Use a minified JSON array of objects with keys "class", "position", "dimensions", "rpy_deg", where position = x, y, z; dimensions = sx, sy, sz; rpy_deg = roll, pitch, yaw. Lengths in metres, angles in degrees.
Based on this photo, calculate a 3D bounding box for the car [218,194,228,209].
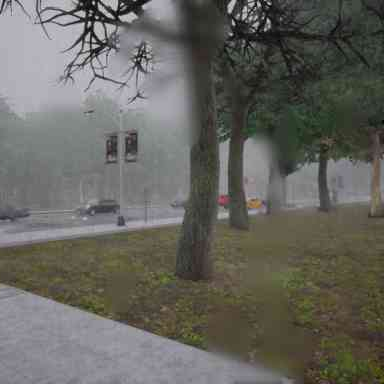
[{"class":"car","position":[4.831,1.290,46.714],"dimensions":[2.150,2.045,5.566],"rpy_deg":[0,0,36]}]

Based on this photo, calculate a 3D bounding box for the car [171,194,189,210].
[{"class":"car","position":[-0.534,1.274,45.009],"dimensions":[2.150,2.045,5.566],"rpy_deg":[0,0,36]}]

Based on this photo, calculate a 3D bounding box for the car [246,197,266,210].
[{"class":"car","position":[7.827,1.552,45.308],"dimensions":[1.882,1.535,5.008],"rpy_deg":[0,0,36]}]

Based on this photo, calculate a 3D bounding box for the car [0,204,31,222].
[{"class":"car","position":[-14.997,1.563,24.805],"dimensions":[2.033,1.411,5.357],"rpy_deg":[0,0,35]}]

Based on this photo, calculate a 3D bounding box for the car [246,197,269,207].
[{"class":"car","position":[10.914,1.593,55.302],"dimensions":[1.837,1.490,4.892],"rpy_deg":[0,0,36]}]

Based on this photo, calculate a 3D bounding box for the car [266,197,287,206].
[{"class":"car","position":[13.625,1.570,53.505],"dimensions":[1.882,1.535,5.008],"rpy_deg":[0,0,36]}]

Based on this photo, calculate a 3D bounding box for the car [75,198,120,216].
[{"class":"car","position":[-9.251,1.383,32.839],"dimensions":[2.097,1.767,4.553],"rpy_deg":[0,0,36]}]
